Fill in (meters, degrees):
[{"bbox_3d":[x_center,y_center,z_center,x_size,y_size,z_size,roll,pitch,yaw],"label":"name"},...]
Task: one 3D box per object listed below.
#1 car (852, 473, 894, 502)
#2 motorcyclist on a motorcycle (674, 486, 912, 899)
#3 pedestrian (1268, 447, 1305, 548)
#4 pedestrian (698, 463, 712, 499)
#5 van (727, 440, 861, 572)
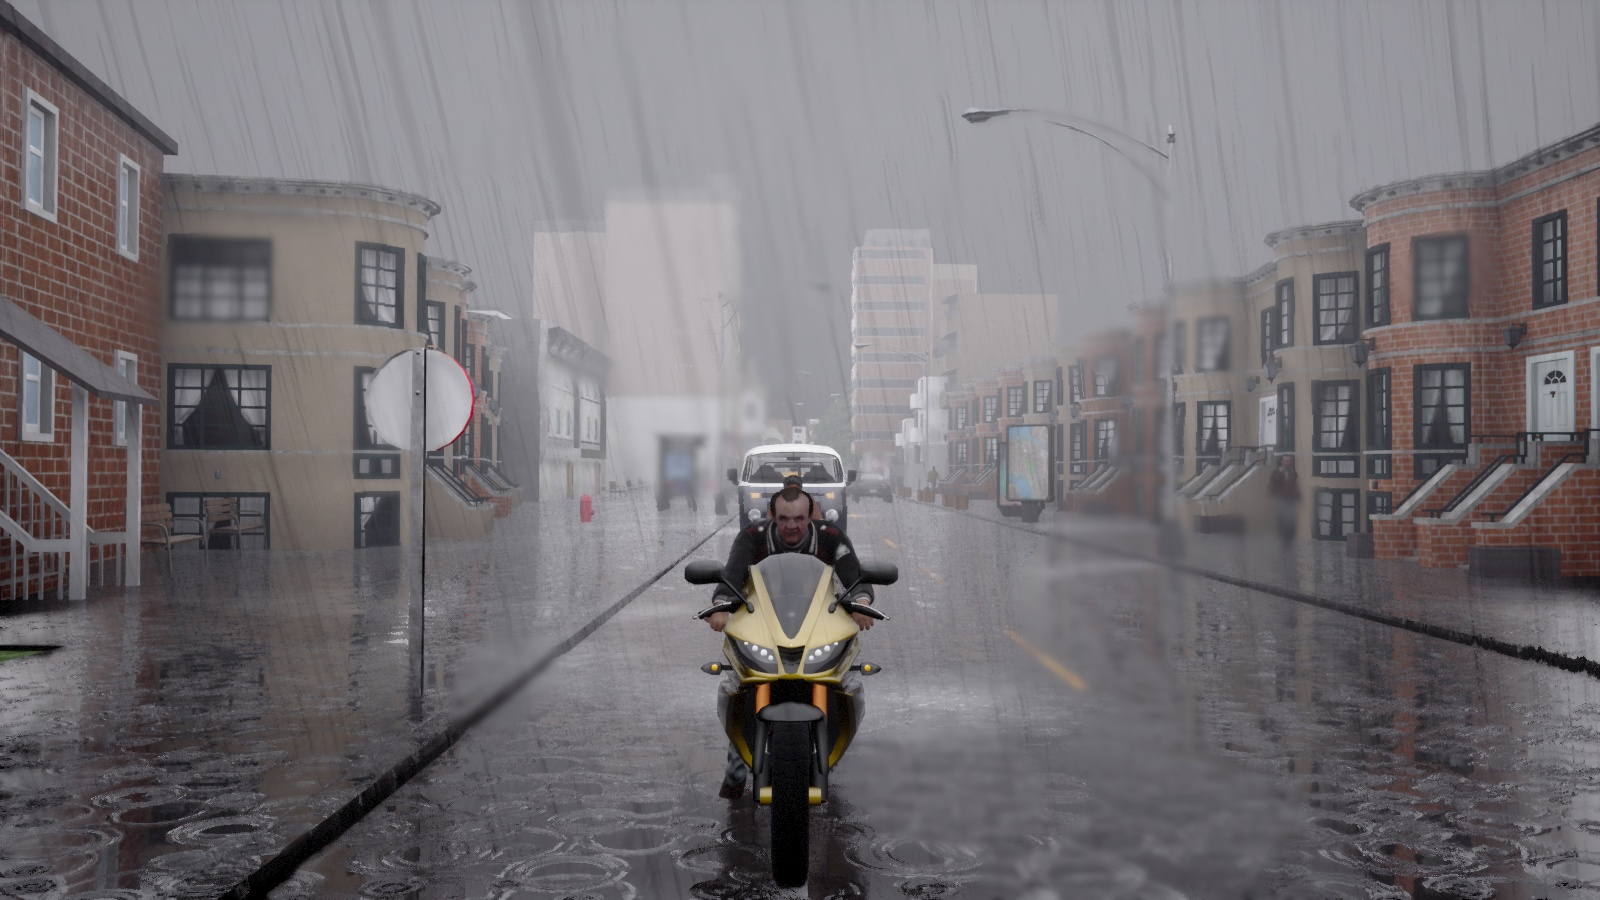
[{"bbox_3d":[3.703,1.903,64.318,1.812,1.442,4.674,0,-1,0],"label":"car"},{"bbox_3d":[-0.032,0.945,5.682,0.866,1.530,2.191,0,-1,0],"label":"motorcyclist on a motorcycle"},{"bbox_3d":[9.100,0.881,23.492,0.376,1.854,0.720,0,-1,-1],"label":"pedestrian"},{"bbox_3d":[-5.290,1.719,70.051,0.659,1.952,0.873,0,-1,4],"label":"pedestrian"},{"bbox_3d":[-0.106,0.902,21.712,2.069,2.038,4.480,0,-1,0],"label":"van"}]
